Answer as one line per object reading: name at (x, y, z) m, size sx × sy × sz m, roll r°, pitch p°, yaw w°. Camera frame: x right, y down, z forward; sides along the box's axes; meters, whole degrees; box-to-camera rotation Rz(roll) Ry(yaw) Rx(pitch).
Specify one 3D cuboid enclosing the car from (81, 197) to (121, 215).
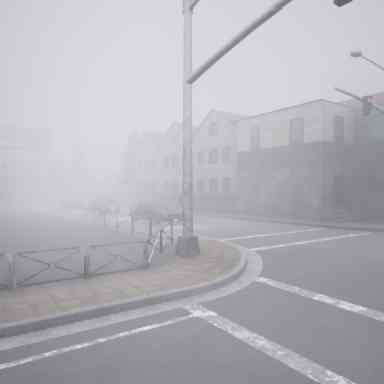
car at (-8.283, 1.315, 31.006) m, size 2.128 × 1.511 × 4.902 m, roll 0°, pitch 0°, yaw -35°

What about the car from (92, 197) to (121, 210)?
car at (-10.472, 1.327, 40.466) m, size 1.837 × 1.490 × 4.892 m, roll 0°, pitch 0°, yaw -35°

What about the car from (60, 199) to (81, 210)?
car at (-14.103, 1.425, 39.278) m, size 1.895 × 1.301 × 4.718 m, roll 0°, pitch 0°, yaw -35°

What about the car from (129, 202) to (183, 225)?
car at (-2.538, 1.371, 22.887) m, size 2.033 × 1.411 × 5.357 m, roll 0°, pitch 0°, yaw -35°
